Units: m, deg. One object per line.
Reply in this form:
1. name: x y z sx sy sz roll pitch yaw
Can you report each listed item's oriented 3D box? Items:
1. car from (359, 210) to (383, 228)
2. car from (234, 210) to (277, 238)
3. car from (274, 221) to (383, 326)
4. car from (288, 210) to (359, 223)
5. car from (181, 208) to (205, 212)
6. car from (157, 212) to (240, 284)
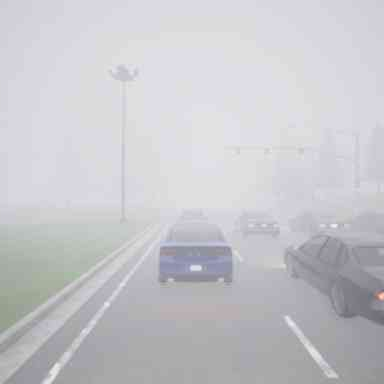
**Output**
1. car: 10.581 1.753 18.899 2.033 1.411 5.357 0 -1 0
2. car: 3.576 1.755 19.035 2.033 1.411 5.357 0 -1 0
3. car: 3.593 1.630 7.482 2.033 1.411 5.357 0 -1 0
4. car: 7.074 1.754 19.041 2.033 1.411 5.357 0 -1 0
5. car: 0.072 1.813 22.910 1.994 1.385 4.181 0 -1 0
6. car: 0.088 1.587 9.986 1.882 1.535 5.008 0 0 0
